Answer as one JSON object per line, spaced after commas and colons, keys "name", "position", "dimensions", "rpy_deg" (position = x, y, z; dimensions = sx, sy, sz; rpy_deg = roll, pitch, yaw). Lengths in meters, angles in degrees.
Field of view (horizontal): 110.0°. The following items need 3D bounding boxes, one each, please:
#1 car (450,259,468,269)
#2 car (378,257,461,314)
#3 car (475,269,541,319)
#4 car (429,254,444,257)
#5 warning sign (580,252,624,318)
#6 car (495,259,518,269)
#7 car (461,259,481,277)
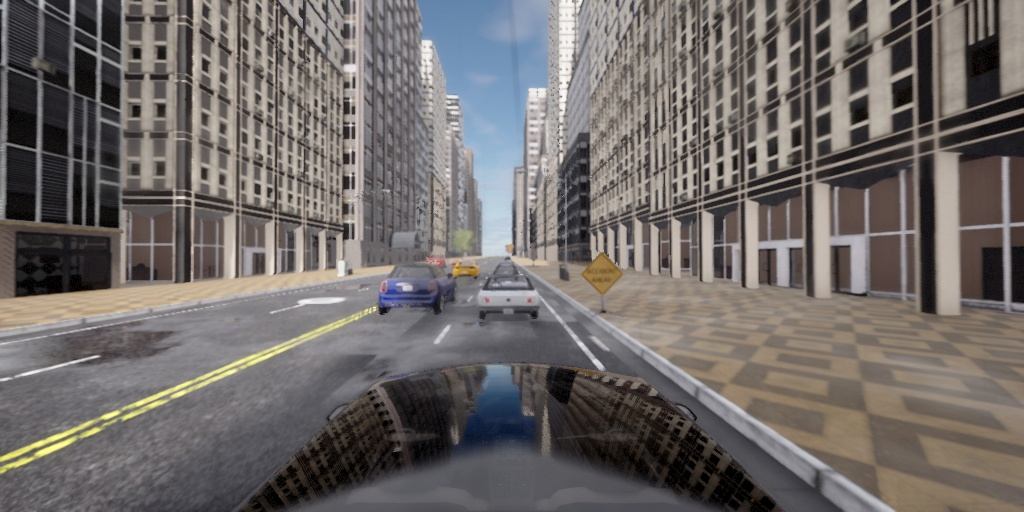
{"name": "car", "position": [-7.592, 1.133, 51.562], "dimensions": [1.895, 1.301, 4.718], "rpy_deg": [0, 0, -1]}
{"name": "car", "position": [-3.391, 1.048, 13.678], "dimensions": [2.097, 1.767, 4.553], "rpy_deg": [0, 0, -1]}
{"name": "car", "position": [-0.123, 1.299, 12.565], "dimensions": [1.895, 1.301, 4.718], "rpy_deg": [0, 0, -1]}
{"name": "car", "position": [-10.835, 0.760, 51.141], "dimensions": [2.150, 2.045, 5.566], "rpy_deg": [0, 0, -1]}
{"name": "warning sign", "position": [2.706, 0.819, 10.685], "dimensions": [1.300, 1.860, 1.060], "rpy_deg": [0, 0, -1]}
{"name": "car", "position": [-0.472, 1.186, 29.521], "dimensions": [1.994, 1.385, 4.181], "rpy_deg": [0, 0, -1]}
{"name": "car", "position": [-3.738, 1.099, 30.490], "dimensions": [1.882, 1.535, 5.008], "rpy_deg": [0, 0, -1]}
